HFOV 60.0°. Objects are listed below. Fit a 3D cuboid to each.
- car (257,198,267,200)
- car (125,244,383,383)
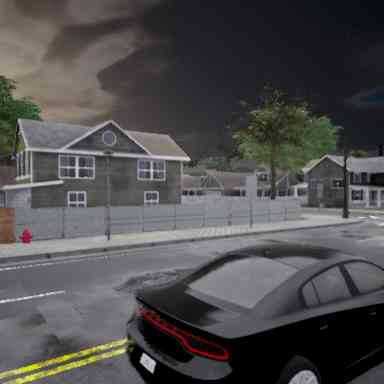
[{"bbox_3d":[7.955,1.472,38.036,2.128,1.511,4.902,0,0,-35],"label":"car"},{"bbox_3d":[1.594,1.470,4.576,5.008,1.535,1.882,1,0,-36],"label":"car"}]
